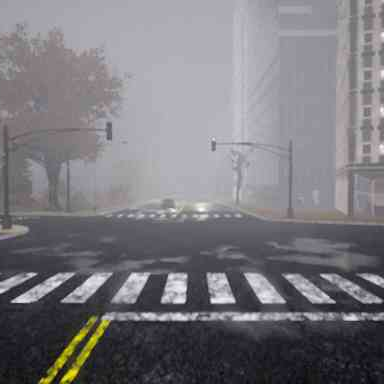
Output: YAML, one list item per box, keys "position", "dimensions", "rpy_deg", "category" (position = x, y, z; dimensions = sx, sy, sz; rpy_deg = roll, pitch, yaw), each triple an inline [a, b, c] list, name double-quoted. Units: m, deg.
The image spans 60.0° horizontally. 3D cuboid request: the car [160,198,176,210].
- position: [-3.157, 1.584, 44.730]
  dimensions: [1.882, 1.535, 5.008]
  rpy_deg: [0, 1, 0]
  category: "car"
